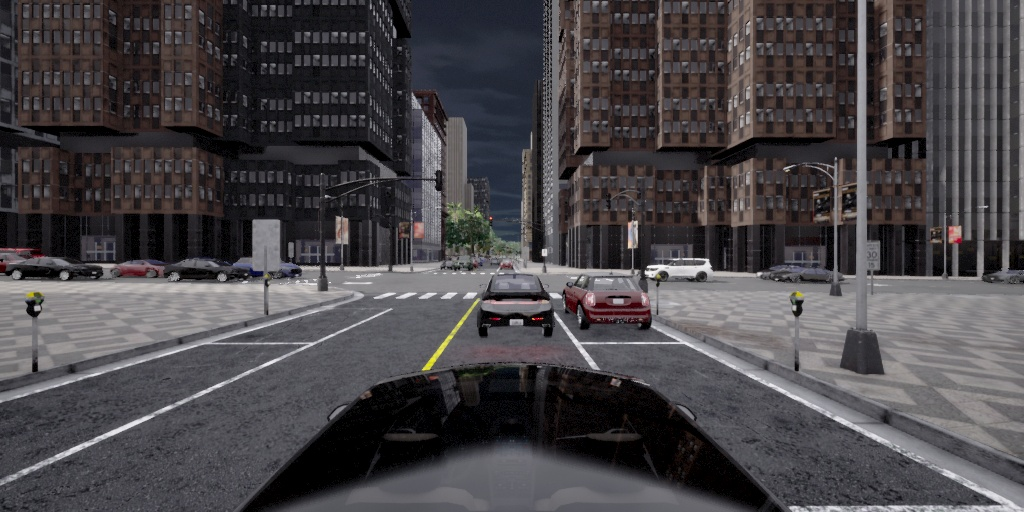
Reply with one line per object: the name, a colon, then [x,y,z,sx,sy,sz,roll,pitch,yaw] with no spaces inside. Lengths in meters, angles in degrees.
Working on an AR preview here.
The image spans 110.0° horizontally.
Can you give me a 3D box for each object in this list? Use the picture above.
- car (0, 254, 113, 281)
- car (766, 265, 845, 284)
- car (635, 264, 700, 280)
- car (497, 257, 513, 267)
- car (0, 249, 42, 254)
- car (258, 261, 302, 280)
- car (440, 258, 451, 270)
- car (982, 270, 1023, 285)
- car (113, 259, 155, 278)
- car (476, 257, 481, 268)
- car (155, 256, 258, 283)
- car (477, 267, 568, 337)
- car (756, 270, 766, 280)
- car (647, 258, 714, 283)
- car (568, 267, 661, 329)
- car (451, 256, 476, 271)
car: [-30.708,0.827,24.207,5.008,1.535,1.882,1,0,0]
car: [25.838,1.696,31.407,5.357,1.411,2.033,1,0,0]
car: [14.906,1.533,34.550,5.357,1.411,2.033,1,0,1]
car: [-0.759,1.198,52.552,1.967,1.591,4.097,0,0,-1]
car: [-38.021,0.592,27.392,4.553,1.767,2.097,1,0,0]
car: [-18.772,0.865,27.561,4.553,1.767,2.097,1,0,0]
car: [-9.284,1.324,52.474,1.948,1.339,4.313,0,0,-1]
car: [48.550,2.044,34.761,4.181,1.385,1.994,1,0,0]
car: [-27.885,0.950,27.478,4.181,1.385,1.994,1,0,-1]
car: [-6.668,1.251,59.362,1.882,1.535,5.008,0,0,0]
car: [-20.539,0.971,24.294,5.008,1.535,1.882,1,0,-1]
car: [0.076,1.241,10.285,2.128,1.511,4.902,0,0,-1]
car: [26.314,1.643,34.657,4.902,1.511,2.128,1,0,-1]
car: [14.508,1.205,31.285,5.566,2.045,2.150,1,0,1]
car: [2.734,1.190,11.171,1.967,1.591,4.097,0,0,0]
car: [-6.588,0.973,49.372,2.150,2.045,5.566,0,0,0]
